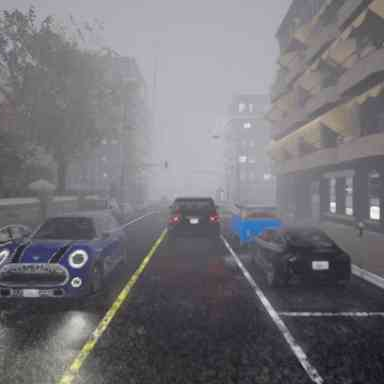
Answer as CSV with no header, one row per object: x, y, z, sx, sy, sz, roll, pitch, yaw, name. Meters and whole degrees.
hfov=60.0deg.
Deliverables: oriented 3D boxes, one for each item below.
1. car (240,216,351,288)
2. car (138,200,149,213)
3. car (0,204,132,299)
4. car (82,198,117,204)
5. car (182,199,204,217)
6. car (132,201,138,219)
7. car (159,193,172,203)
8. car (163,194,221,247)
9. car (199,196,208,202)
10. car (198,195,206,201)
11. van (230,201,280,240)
2.685,1.567,9.035,1.947,1.339,4.313,0,0,0,car
-5.703,1.591,36.708,1.802,1.307,4.206,0,0,0,car
-3.102,1.353,8.649,2.097,1.767,4.553,0,0,0,car
-5.700,1.319,20.102,2.192,1.841,5.009,0,0,0,car
0.091,1.484,32.049,1.882,1.535,5.008,0,0,0,car
-5.700,1.571,25.638,1.947,1.339,4.313,0,0,0,car
-5.714,1.462,69.119,1.967,1.590,4.097,0,0,0,car
0.093,1.219,15.174,2.150,2.045,5.566,0,-1,0,car
2.664,1.577,80.393,2.008,1.369,4.403,0,0,0,car
2.662,1.574,86.031,1.887,1.381,4.507,0,0,0,car
2.682,1.343,14.570,1.690,1.788,3.998,0,0,0,van
